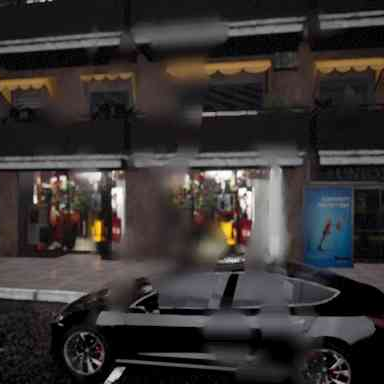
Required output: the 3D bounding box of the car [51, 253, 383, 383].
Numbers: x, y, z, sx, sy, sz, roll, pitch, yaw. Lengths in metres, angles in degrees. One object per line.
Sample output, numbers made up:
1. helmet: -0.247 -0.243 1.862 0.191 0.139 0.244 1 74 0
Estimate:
1. car: 0.305 1.561 4.536 4.313 1.339 1.947 0 0 9
